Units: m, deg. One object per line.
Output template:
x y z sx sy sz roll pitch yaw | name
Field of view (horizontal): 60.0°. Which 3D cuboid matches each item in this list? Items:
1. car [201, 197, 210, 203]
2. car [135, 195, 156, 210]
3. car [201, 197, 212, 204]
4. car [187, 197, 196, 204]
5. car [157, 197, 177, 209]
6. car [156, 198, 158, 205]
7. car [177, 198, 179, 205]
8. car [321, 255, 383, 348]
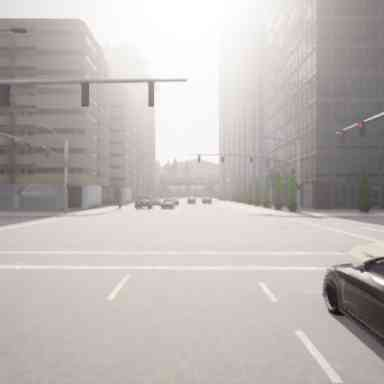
3.411 2.023 82.850 1.994 1.385 4.181 0 0 0 | car
-7.124 1.519 49.805 2.150 2.045 5.566 0 0 0 | car
3.420 1.937 74.182 1.837 1.490 4.892 0 0 0 | car
-0.079 1.908 73.345 1.882 1.535 5.008 0 0 0 | car
-3.627 1.801 49.624 1.837 1.490 4.892 0 0 0 | car
-7.074 1.871 65.802 1.882 1.535 5.008 0 1 0 | car
-3.572 1.878 67.085 1.882 1.535 5.008 0 0 0 | car
3.574 1.595 5.009 1.994 1.385 4.181 0 0 0 | car
